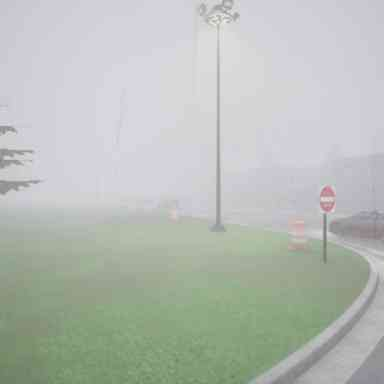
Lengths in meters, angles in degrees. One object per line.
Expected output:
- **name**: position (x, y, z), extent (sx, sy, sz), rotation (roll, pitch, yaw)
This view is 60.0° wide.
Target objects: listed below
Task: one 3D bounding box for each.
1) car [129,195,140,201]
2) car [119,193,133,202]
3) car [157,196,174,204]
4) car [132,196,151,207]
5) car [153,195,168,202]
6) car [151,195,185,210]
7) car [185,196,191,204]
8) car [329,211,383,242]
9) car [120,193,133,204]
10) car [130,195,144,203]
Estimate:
- **car**: position (-15.191, 1.597, 87.602), extent (1.895, 1.301, 4.718), rotation (0, 0, -24)
- **car**: position (-15.929, 1.227, 80.545), extent (2.150, 2.045, 5.566), rotation (0, 0, -24)
- **car**: position (-5.125, 1.527, 64.548), extent (1.812, 1.442, 4.674), rotation (0, 0, -24)
- **car**: position (-7.347, 1.493, 52.399), extent (2.128, 1.511, 4.902), rotation (0, 0, -24)
- **car**: position (-7.525, 1.527, 78.791), extent (2.128, 1.511, 4.902), rotation (0, 0, -24)
- **car**: position (-3.172, 1.492, 42.830), extent (2.128, 1.511, 4.902), rotation (0, 0, -24)
- **car**: position (-1.691, 1.507, 65.432), extent (1.837, 1.490, 4.892), rotation (0, 0, -24)
- **car**: position (8.629, 1.565, 15.807), extent (1.994, 1.385, 4.181), rotation (0, 0, -24)
- **car**: position (-11.441, 1.493, 61.727), extent (2.128, 1.511, 4.902), rotation (0, 0, -24)
- **car**: position (-11.778, 1.480, 71.038), extent (1.882, 1.535, 5.008), rotation (0, 0, -24)
